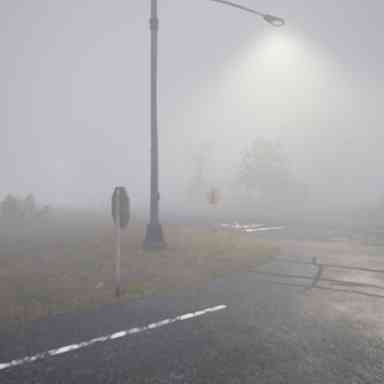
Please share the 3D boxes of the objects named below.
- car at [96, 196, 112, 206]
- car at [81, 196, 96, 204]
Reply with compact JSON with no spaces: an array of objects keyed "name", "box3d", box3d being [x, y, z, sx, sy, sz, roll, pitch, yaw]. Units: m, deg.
[{"name":"car","box3d":[-12.799,1.340,51.130,1.994,1.385,4.181,0,0,-33]},{"name":"car","box3d":[-18.364,1.356,59.446,1.895,1.301,4.718,0,0,-34]}]
